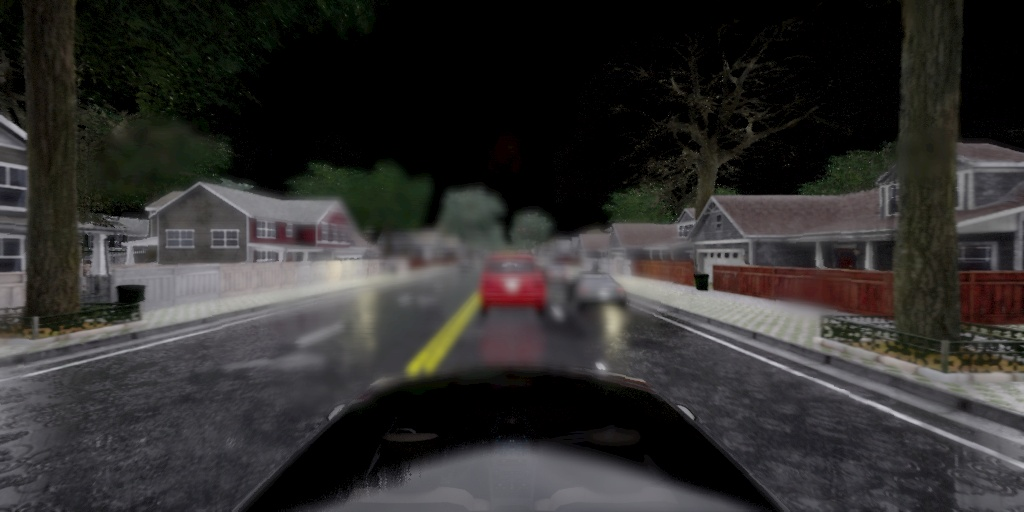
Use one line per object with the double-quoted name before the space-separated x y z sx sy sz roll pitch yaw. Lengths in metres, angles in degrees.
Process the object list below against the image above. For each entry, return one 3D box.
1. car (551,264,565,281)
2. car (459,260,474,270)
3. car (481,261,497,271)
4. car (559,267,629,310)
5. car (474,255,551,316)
"car" 3.288 1.330 27.462 2.033 1.411 5.357 0 0 1
"car" -6.517 1.317 52.411 1.837 1.490 4.892 0 0 1
"car" -3.269 1.376 52.188 1.994 1.385 4.181 0 0 1
"car" 3.306 1.330 14.752 1.994 1.385 4.181 0 0 1
"car" 0.042 0.988 13.509 2.150 2.045 5.566 0 0 1
